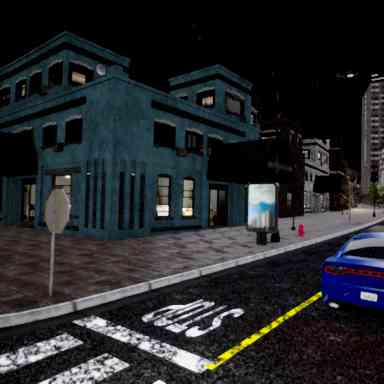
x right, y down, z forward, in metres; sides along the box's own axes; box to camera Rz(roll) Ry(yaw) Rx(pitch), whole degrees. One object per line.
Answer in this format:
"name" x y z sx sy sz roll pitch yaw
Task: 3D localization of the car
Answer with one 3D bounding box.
"car" 4.480 1.646 7.443 1.882 1.535 5.008 0 -2 39
